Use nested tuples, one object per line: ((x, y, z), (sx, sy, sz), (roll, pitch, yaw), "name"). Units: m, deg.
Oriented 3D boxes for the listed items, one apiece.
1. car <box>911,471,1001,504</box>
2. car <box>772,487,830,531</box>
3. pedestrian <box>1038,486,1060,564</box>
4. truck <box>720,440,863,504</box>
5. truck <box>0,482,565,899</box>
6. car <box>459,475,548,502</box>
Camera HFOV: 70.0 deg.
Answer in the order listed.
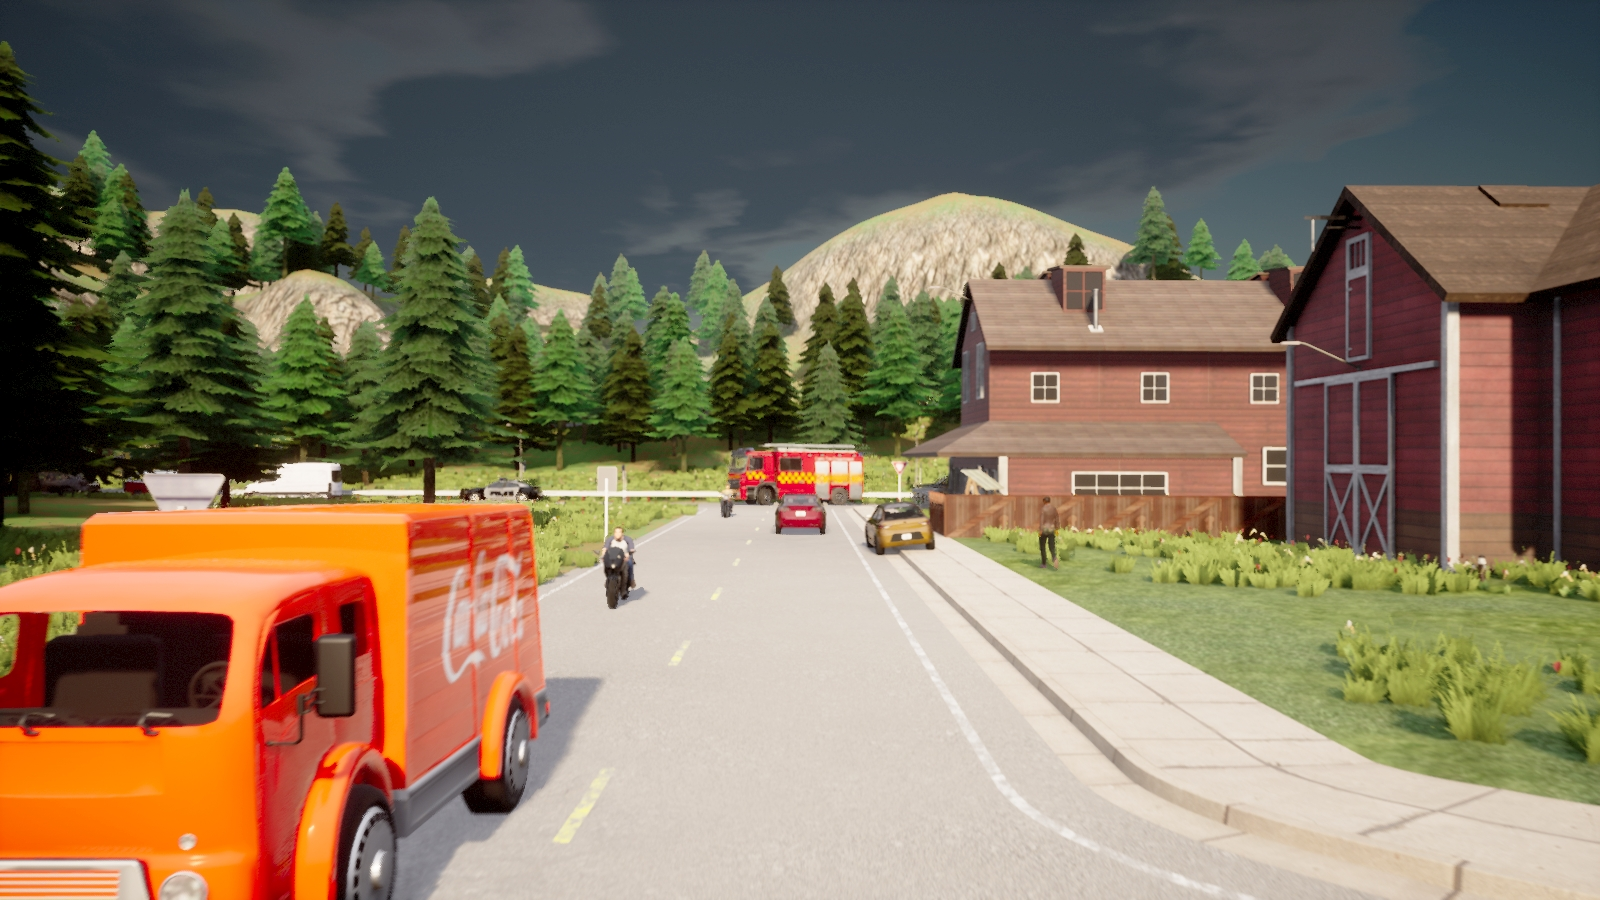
((10.070, 2.411, 74.105), (5.566, 2.045, 2.150), (0, 0, 0), "car")
((0.028, 2.283, 44.918), (2.163, 1.488, 4.792), (0, 0, 0), "car")
((6.006, 1.799, 27.583), (0.375, 1.860, 0.375), (0, 0, -15), "pedestrian")
((-0.501, 1.414, 71.806), (8.468, 3.827, 2.891), (1, -2, -24), "truck")
((-3.490, 1.480, 7.941), (2.627, 2.467, 5.204), (0, -1, 0), "truck")
((-19.230, 2.485, 74.169), (5.238, 1.638, 2.097), (0, 0, 0), "car")
